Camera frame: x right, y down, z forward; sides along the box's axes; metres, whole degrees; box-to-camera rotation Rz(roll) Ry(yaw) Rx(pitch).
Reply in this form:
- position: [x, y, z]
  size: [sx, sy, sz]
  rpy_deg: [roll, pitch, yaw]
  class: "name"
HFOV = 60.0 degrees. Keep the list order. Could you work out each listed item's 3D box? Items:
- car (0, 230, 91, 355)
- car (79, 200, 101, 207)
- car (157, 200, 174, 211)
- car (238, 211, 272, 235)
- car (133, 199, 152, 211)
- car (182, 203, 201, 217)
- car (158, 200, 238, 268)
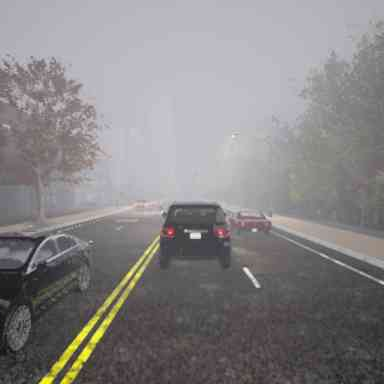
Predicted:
- position: [-3.352, 1.545, 6.231]
  size: [2.128, 1.511, 4.902]
  rpy_deg: [0, 0, 0]
  class: "car"
- position: [-20.713, 2.392, 67.806]
  size: [4.313, 1.339, 1.947]
  rpy_deg: [-1, 1, -1]
  class: "car"
- position: [-3.738, 1.892, 47.237]
  size: [2.128, 1.511, 4.902]
  rpy_deg: [0, -1, -1]
  class: "car"
- position: [3.330, 1.769, 19.962]
  size: [1.895, 1.301, 4.718]
  rpy_deg: [0, 0, 0]
  class: "car"
- position: [-6.987, 1.751, 47.214]
  size: [2.097, 1.767, 4.553]
  rpy_deg: [0, 0, -1]
  class: "car"
- position: [-0.122, 1.903, 35.853]
  size: [1.895, 1.301, 4.718]
  rpy_deg: [0, 0, -1]
  class: "car"
- position: [0.096, 1.322, 11.821]
  size: [2.150, 2.045, 5.566]
  rpy_deg: [0, 0, 0]
  class: "car"
